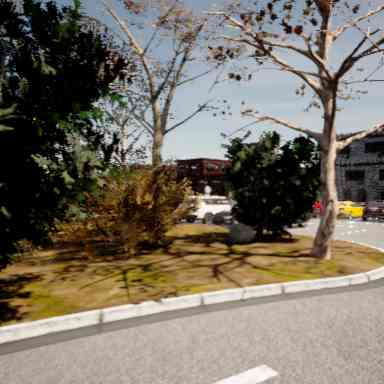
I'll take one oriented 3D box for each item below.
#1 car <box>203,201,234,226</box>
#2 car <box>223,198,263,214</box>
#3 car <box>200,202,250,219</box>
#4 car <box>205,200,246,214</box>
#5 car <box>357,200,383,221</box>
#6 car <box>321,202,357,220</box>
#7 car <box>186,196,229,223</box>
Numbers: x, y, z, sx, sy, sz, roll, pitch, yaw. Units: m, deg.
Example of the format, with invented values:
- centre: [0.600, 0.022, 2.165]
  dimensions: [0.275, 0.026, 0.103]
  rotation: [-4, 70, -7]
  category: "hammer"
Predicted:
- centre: [3.505, 1.562, 23.096]
  dimensions: [4.892, 1.521, 2.231]
  rotation: [0, -1, -41]
  category: "car"
- centre: [5.962, 1.621, 38.952]
  dimensions: [4.553, 1.767, 2.185]
  rotation: [0, -1, -41]
  category: "car"
- centre: [3.025, 1.698, 31.333]
  dimensions: [1.812, 1.442, 4.674]
  rotation: [0, -1, -40]
  category: "car"
- centre: [4.220, 1.799, 41.300]
  dimensions: [5.366, 1.575, 1.946]
  rotation: [0, -1, -41]
  category: "car"
- centre: [15.906, 1.472, 27.481]
  dimensions: [4.553, 1.767, 2.185]
  rotation: [0, -1, -41]
  category: "car"
- centre: [13.932, 1.615, 29.786]
  dimensions: [5.008, 1.535, 2.097]
  rotation: [0, -1, -41]
  category: "car"
- centre: [1.688, 1.330, 25.219]
  dimensions: [5.566, 2.045, 2.435]
  rotation: [0, -1, -41]
  category: "car"
